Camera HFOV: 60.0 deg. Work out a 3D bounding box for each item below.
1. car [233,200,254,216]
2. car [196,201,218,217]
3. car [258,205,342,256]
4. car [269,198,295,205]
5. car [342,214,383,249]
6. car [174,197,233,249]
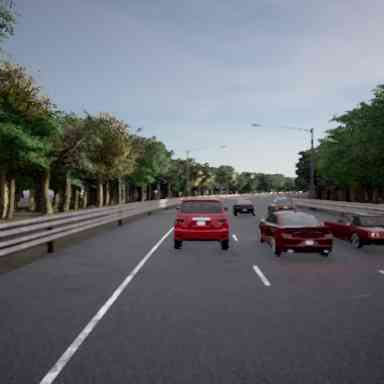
[{"bbox_3d":[5.109,1.509,33.346,1.882,1.535,5.008,0,0,5],"label":"car"},{"bbox_3d":[1.505,1.591,32.233,1.994,1.385,4.181,0,0,5],"label":"car"},{"bbox_3d":[3.891,1.490,13.244,1.882,1.535,5.008,0,0,2],"label":"car"},{"bbox_3d":[8.474,1.384,31.568,2.097,1.767,4.553,0,0,5],"label":"car"},{"bbox_3d":[7.432,1.617,14.523,1.895,1.301,4.718,0,0,2],"label":"car"},{"bbox_3d":[0.440,1.232,14.834,2.150,2.045,5.566,0,0,2],"label":"car"}]
